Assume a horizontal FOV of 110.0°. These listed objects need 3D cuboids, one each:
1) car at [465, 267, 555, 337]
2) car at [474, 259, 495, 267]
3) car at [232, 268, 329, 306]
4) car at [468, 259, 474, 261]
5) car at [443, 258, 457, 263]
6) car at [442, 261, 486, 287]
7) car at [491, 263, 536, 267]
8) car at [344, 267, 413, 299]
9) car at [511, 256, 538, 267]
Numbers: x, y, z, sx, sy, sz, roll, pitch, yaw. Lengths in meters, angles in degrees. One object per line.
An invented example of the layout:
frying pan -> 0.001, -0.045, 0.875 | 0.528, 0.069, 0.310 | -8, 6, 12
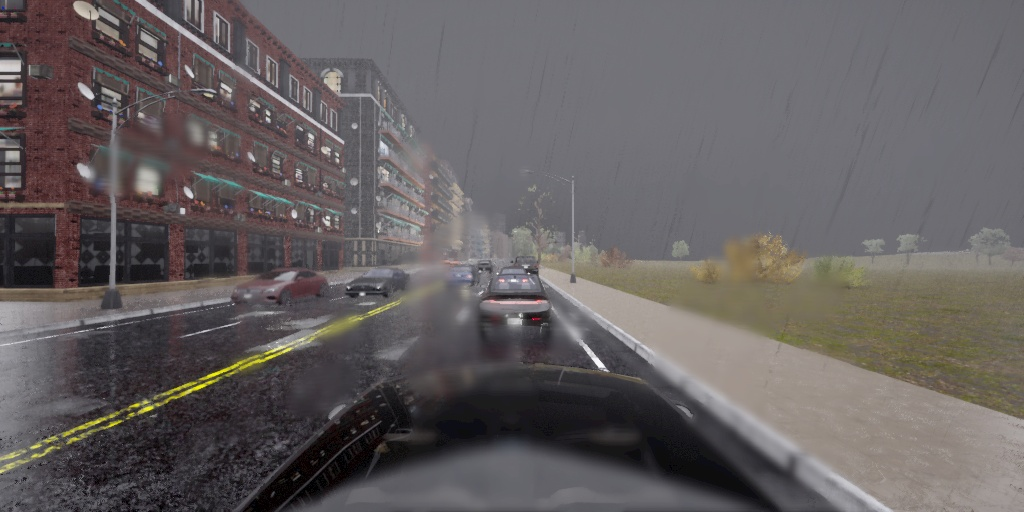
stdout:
car -> 0.087, 1.243, 10.292 | 2.128, 1.511, 4.902 | 0, 0, 0
car -> -3.221, 1.257, 43.873 | 1.837, 1.490, 4.892 | 0, 0, 0
car -> -9.874, 1.278, 15.779 | 1.812, 1.442, 4.674 | 0, 0, 0
car -> -6.677, 1.245, 60.649 | 2.128, 1.511, 4.902 | 0, 0, 0
car -> -9.929, 1.103, 58.258 | 2.097, 1.767, 4.553 | 0, 0, 0
car -> -3.201, 1.301, 24.357 | 2.033, 1.411, 5.357 | 0, 0, 0
car -> 0.072, 1.300, 20.732 | 2.033, 1.411, 5.357 | 0, 0, 0
car -> -6.630, 1.300, 18.535 | 2.033, 1.411, 5.357 | 0, 0, 0
car -> 1.088, 0.979, 30.944 | 2.150, 2.045, 5.566 | 0, 0, 0
